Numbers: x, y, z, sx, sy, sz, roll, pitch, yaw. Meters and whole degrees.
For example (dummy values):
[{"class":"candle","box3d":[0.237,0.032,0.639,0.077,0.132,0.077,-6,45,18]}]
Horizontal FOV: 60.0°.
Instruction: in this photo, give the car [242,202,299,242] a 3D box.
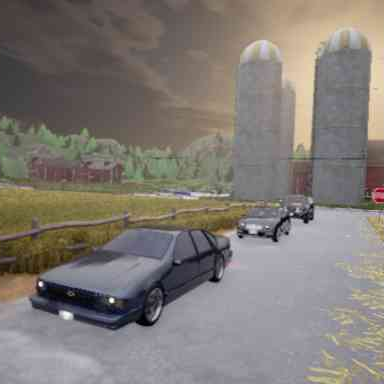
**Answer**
[{"class":"car","box3d":[3.688,1.459,16.488,2.128,1.511,4.902,3,1,25]}]

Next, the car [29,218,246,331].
[{"class":"car","box3d":[-0.680,1.442,7.251,2.033,1.411,5.357,3,1,25]}]

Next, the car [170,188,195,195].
[{"class":"car","box3d":[-2.402,-0.022,82.600,4.611,1.667,2.242,3,1,25]}]

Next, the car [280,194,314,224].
[{"class":"car","box3d":[8.191,1.223,25.898,2.150,2.045,5.566,3,1,26]}]
